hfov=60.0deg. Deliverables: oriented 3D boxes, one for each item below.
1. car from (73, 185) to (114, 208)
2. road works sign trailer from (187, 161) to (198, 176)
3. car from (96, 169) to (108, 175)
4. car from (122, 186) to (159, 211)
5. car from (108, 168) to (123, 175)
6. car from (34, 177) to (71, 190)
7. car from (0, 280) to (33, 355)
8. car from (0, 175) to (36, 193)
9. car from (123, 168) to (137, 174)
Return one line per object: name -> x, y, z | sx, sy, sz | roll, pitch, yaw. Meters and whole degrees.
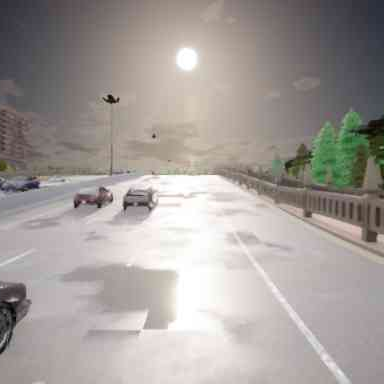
car -> -6.846, 0.249, 23.330 | 1.812, 1.442, 4.674 | 0, 5, 0
road works sign trailer -> 0.266, -5.717, 81.113 | 2.380, 3.560, 2.880 | 0, 2, 2
car -> -20.756, -4.629, 77.050 | 1.812, 1.442, 4.674 | 0, 4, 0
car -> -3.354, 0.317, 22.207 | 2.128, 1.511, 4.902 | 0, 5, 0
car -> -17.255, -4.798, 77.056 | 2.097, 1.767, 4.553 | 0, 4, 0
car -> -13.989, -0.736, 34.277 | 1.812, 1.442, 4.674 | 0, 5, 0
car -> -3.430, 1.499, 2.735 | 2.033, 1.411, 5.357 | 0, 1, 0
car -> -17.488, -0.912, 34.291 | 2.097, 1.767, 4.553 | 0, 5, 0
car -> -13.760, -4.608, 75.632 | 1.882, 1.535, 5.008 | 0, 4, 0
